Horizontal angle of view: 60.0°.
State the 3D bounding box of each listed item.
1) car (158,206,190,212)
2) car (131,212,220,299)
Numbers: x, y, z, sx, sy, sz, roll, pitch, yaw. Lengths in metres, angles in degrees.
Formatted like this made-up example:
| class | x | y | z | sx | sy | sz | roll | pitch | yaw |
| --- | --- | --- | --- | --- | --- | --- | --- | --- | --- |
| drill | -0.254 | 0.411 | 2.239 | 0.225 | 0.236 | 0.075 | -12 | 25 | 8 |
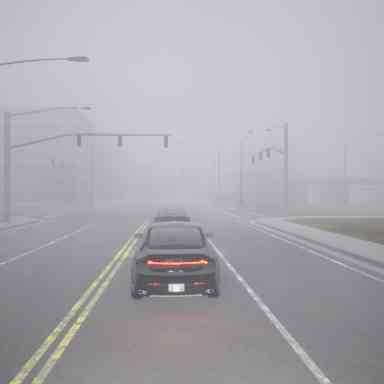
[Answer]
| class | x | y | z | sx | sy | sz | roll | pitch | yaw |
| --- | --- | --- | --- | --- | --- | --- | --- | --- | --- |
| car | -1.079 | 1.478 | 17.976 | 1.882 | 1.535 | 5.008 | 0 | 0 | -4 |
| car | -0.442 | 1.505 | 8.503 | 1.837 | 1.490 | 4.892 | 0 | 0 | -4 |
